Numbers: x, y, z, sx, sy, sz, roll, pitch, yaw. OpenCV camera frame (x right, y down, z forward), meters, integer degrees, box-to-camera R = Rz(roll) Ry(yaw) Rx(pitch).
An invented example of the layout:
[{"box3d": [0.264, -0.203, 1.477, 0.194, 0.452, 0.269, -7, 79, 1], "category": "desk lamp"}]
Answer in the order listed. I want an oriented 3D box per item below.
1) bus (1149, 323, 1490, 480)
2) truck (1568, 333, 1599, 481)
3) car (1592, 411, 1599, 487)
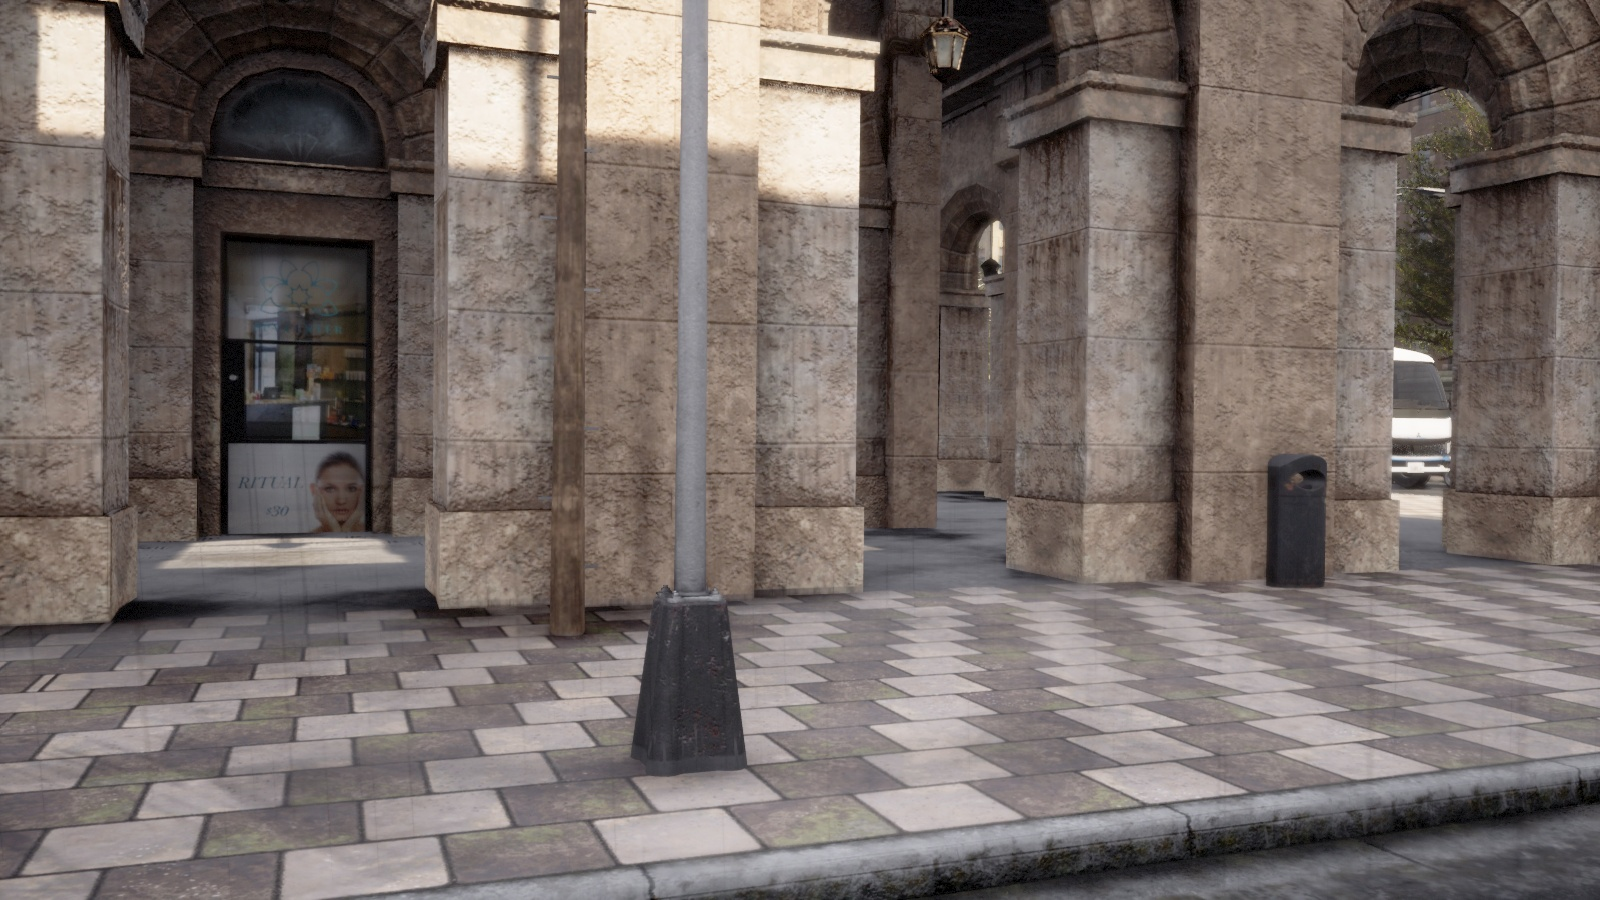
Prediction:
[{"box3d": [15.800, -1.393, 39.535, 3.944, 4.253, 10.273, -1, 1, -21], "category": "bus"}, {"box3d": [23.223, -1.103, 29.850, 2.891, 3.827, 8.468, -1, 1, -21], "category": "truck"}, {"box3d": [20.346, -0.014, 27.671, 2.097, 1.767, 4.553, -1, 1, -20], "category": "car"}]
